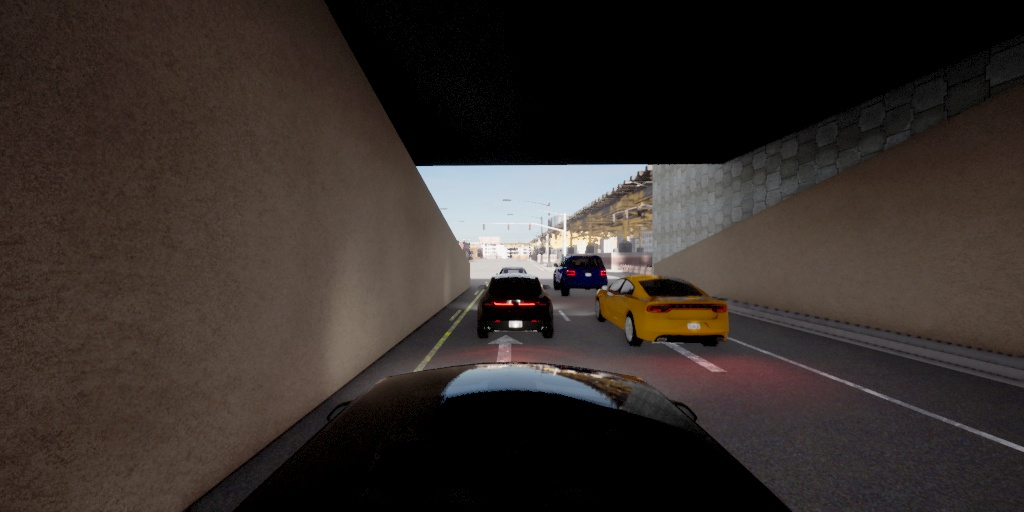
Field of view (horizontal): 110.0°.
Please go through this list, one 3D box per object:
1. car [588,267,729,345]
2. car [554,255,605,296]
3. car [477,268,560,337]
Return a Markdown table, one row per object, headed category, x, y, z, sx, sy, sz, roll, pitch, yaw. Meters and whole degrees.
| category | x | y | z | sx | sy | sz | roll | pitch | yaw |
| --- | --- | --- | --- | --- | --- | --- | --- | --- | --- |
| car | 3.574 | 1.228 | 9.515 | 1.882 | 1.535 | 5.008 | 0 | 0 | 0 |
| car | 3.569 | 0.971 | 19.484 | 2.150 | 2.045 | 5.566 | 0 | 0 | 0 |
| car | 0.076 | 1.255 | 10.313 | 1.837 | 1.490 | 4.892 | 0 | 0 | 0 |
